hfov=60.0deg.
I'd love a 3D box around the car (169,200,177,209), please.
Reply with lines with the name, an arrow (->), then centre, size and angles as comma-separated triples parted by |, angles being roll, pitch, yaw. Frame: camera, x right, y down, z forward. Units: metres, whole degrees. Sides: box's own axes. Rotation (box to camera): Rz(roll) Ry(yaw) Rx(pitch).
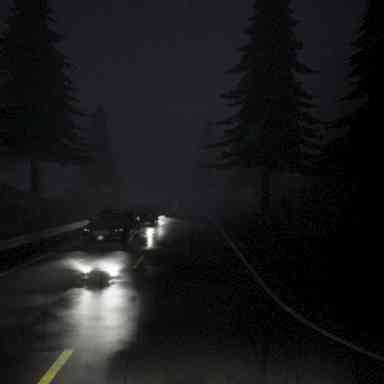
car -> -3.996, 1.690, 46.367 | 1.994, 1.385, 4.181 | 0, 0, -39

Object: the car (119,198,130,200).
car -> -11.677, 1.630, 52.672 | 4.902, 1.511, 2.128 | 0, 0, 24

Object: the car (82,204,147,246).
car -> -3.602, 1.539, 15.523 | 2.128, 1.511, 4.902 | 0, 0, 0

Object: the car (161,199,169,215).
car -> -3.853, 1.589, 35.177 | 2.128, 1.511, 4.902 | 0, 0, -7

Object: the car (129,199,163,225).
car -> -3.581, 1.549, 25.025 | 1.882, 1.535, 5.008 | 0, 0, 0
